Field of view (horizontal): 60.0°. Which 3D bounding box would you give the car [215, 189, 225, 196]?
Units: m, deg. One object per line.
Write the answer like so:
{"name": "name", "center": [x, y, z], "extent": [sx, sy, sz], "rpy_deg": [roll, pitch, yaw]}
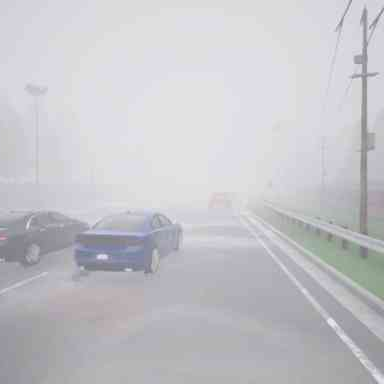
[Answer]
{"name": "car", "center": [6.107, 0.163, 73.033], "extent": [1.812, 1.442, 4.674], "rpy_deg": [0, 1, 10]}

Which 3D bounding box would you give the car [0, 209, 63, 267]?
{"name": "car", "center": [-5.042, 1.304, 10.759], "extent": [1.837, 1.490, 4.892], "rpy_deg": [0, 1, 10]}

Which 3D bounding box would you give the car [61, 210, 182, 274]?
{"name": "car", "center": [-1.612, 1.289, 10.060], "extent": [1.882, 1.535, 5.008], "rpy_deg": [0, 1, 10]}

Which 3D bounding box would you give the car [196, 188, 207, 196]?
{"name": "car", "center": [2.663, 0.181, 73.655], "extent": [1.994, 1.385, 4.181], "rpy_deg": [0, 1, 10]}

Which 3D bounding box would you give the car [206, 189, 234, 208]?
{"name": "car", "center": [3.071, 0.690, 35.603], "extent": [2.097, 1.767, 4.553], "rpy_deg": [0, 1, 9]}

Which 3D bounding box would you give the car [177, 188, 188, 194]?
{"name": "car", "center": [-2.447, -0.184, 84.739], "extent": [1.994, 1.385, 4.181], "rpy_deg": [0, 1, 10]}

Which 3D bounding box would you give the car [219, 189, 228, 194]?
{"name": "car", "center": [7.891, -0.108, 82.903], "extent": [1.895, 1.301, 4.718], "rpy_deg": [0, 1, 10]}

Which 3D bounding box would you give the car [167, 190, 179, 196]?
{"name": "car", "center": [-4.232, 0.158, 74.867], "extent": [1.994, 1.385, 4.181], "rpy_deg": [0, 1, 10]}

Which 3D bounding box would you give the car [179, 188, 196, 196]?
{"name": "car", "center": [-0.855, 0.124, 73.866], "extent": [1.837, 1.490, 4.892], "rpy_deg": [0, 1, 10]}

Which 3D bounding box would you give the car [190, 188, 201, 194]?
{"name": "car", "center": [0.997, -0.247, 84.115], "extent": [1.882, 1.535, 5.008], "rpy_deg": [0, 1, 10]}

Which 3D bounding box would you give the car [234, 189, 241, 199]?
{"name": "car", "center": [6.894, 0.418, 57.138], "extent": [1.882, 1.535, 5.008], "rpy_deg": [0, 1, 10]}

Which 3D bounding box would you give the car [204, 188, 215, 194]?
{"name": "car", "center": [4.441, -0.174, 83.495], "extent": [2.033, 1.411, 5.357], "rpy_deg": [0, 1, 10]}
